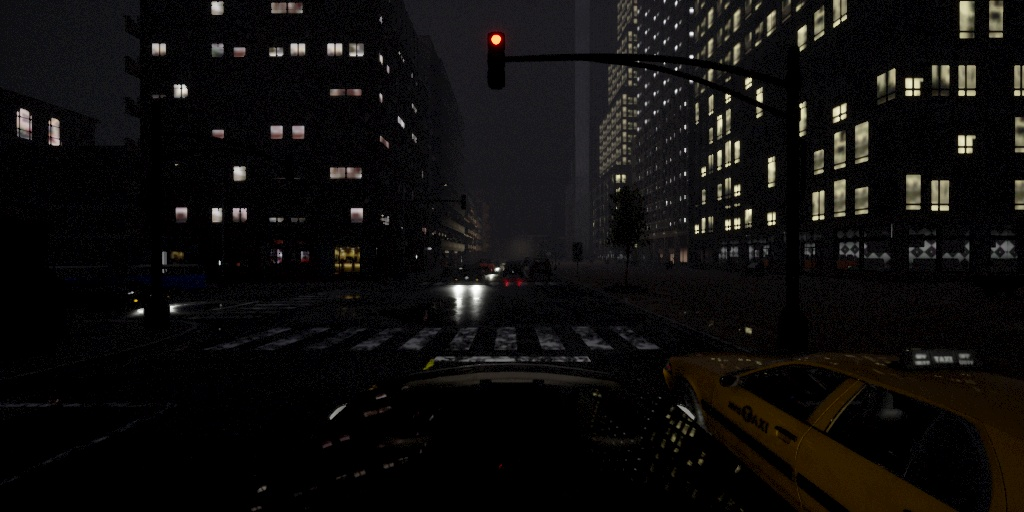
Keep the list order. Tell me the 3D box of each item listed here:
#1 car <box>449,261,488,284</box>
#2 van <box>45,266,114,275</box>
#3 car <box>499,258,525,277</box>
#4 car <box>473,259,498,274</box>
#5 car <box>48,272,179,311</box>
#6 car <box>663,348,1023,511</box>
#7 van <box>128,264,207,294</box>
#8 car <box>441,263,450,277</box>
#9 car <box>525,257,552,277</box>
[{"bbox_3d":[-3.099,1.319,26.530,1.994,1.385,4.181,0,0,0],"label":"car"},{"bbox_3d":[-26.305,1.481,21.479,3.998,1.789,1.690,0,0,-1],"label":"van"},{"bbox_3d":[0.100,1.251,35.940,2.128,1.511,4.902,0,0,0],"label":"car"},{"bbox_3d":[-3.098,1.117,41.609,2.097,1.767,4.553,0,0,0],"label":"car"},{"bbox_3d":[-17.789,1.585,15.764,4.181,1.385,1.994,-1,0,-1],"label":"car"},{"bbox_3d":[2.689,1.275,2.527,1.751,1.417,4.829,0,0,0],"label":"car"},{"bbox_3d":[-20.767,1.390,21.530,3.998,1.789,1.690,0,0,-1],"label":"van"},{"bbox_3d":[-5.691,1.309,34.770,2.007,1.370,4.403,0,0,0],"label":"car"},{"bbox_3d":[2.689,1.074,34.770,2.192,1.841,5.009,0,0,0],"label":"car"}]
